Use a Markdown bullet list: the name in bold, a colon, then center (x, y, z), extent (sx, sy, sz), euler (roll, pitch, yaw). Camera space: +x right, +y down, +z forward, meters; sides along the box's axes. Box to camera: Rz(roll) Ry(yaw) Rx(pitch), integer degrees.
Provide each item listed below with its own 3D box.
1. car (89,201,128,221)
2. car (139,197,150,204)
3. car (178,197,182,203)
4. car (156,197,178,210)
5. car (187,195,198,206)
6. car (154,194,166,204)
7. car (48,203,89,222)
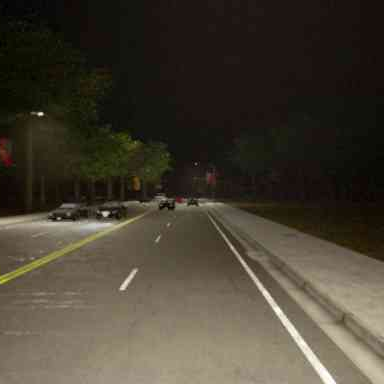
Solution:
- **car**: center (-6.589, 1.519, 27.817), extent (2.128, 1.511, 4.902), euler (0, 0, 0)
- **car**: center (-9.736, 1.683, 68.994), extent (2.033, 1.411, 5.357), euler (0, 0, 0)
- **car**: center (-3.235, 1.728, 74.268), extent (1.994, 1.385, 4.181), euler (0, 0, 0)
- **car**: center (-3.141, 1.659, 42.846), extent (1.895, 1.301, 4.718), euler (0, 0, 0)
- **car**: center (0.111, 1.647, 57.249), extent (2.033, 1.411, 5.357), euler (0, 0, 0)
- **car**: center (-6.486, 1.369, 68.965), extent (2.150, 2.045, 5.566), euler (0, 0, 0)
- **car**: center (-9.842, 1.574, 27.267), extent (2.033, 1.411, 5.357), euler (0, 0, 0)
